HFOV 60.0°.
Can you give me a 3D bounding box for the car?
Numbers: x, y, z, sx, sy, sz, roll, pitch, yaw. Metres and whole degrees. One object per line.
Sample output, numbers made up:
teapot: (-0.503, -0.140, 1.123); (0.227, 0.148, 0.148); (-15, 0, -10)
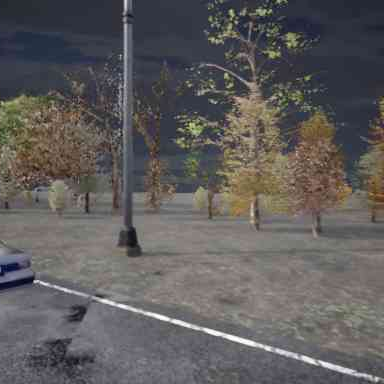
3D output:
car: (-5.847, 1.537, 7.854); (5.357, 1.411, 2.033); (0, 0, 36)
